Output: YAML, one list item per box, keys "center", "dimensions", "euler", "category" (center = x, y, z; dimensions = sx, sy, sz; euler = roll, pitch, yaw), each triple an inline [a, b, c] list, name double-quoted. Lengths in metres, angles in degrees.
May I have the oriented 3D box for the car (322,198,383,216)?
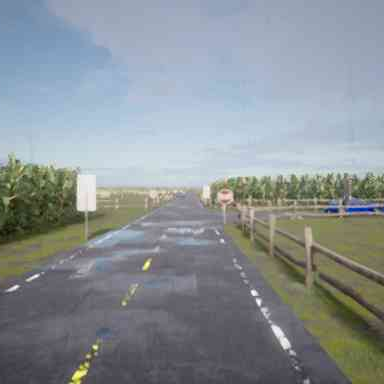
- center: [14.108, 1.256, 29.217]
  dimensions: [5.008, 1.535, 1.882]
  euler: [-1, 1, -2]
  category: "car"

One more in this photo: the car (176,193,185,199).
- center: [-2.742, 0.923, 80.931]
  dimensions: [1.994, 1.385, 4.181]
  euler: [0, 0, 0]
  category: "car"
